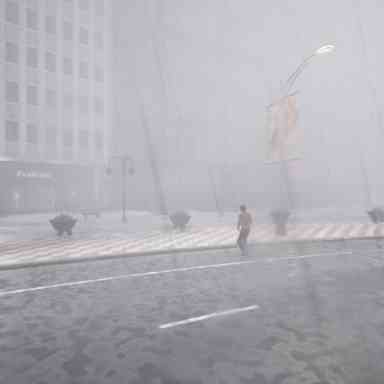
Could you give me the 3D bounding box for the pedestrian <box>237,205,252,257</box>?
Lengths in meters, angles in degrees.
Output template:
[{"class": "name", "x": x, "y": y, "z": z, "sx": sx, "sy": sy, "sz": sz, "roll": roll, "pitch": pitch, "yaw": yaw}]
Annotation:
[{"class": "pedestrian", "x": 1.788, "y": 1.294, "z": 11.497, "sx": 0.375, "sy": 1.860, "sz": 0.375, "roll": 0, "pitch": 0, "yaw": -24}]
